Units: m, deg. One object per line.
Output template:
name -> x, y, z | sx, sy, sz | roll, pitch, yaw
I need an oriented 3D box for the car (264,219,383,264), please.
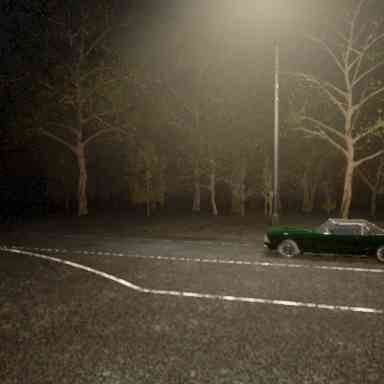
car -> 4.861, 1.568, 11.271 | 4.718, 1.301, 1.895 | 0, 0, 16
